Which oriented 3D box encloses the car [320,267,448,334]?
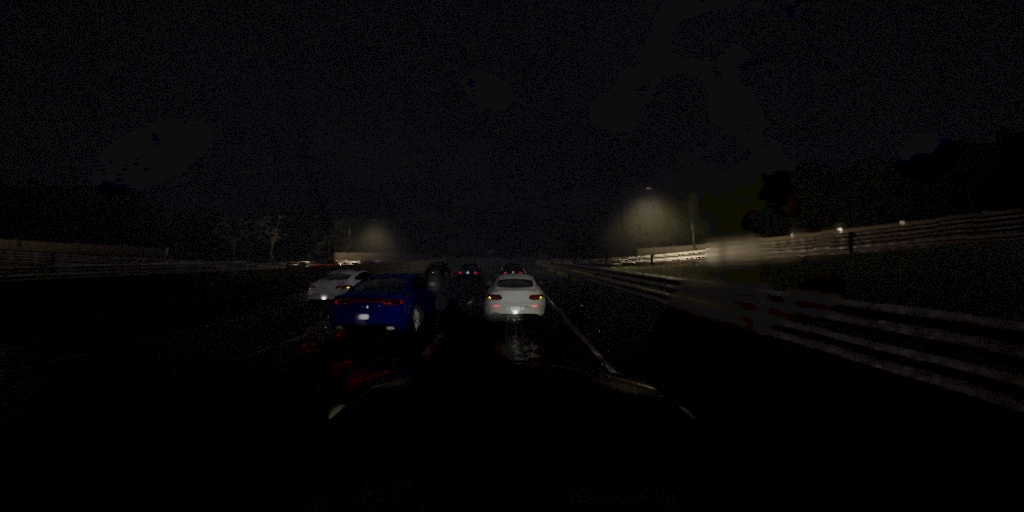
[{"bbox_3d":[-3.405,1.247,10.708,1.882,1.535,5.008,0,0,0],"label":"car"}]

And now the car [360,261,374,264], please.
[{"bbox_3d":[-17.605,1.344,43.282,1.812,1.442,4.674,0,0,0],"label":"car"}]

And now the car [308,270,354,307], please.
[{"bbox_3d":[-6.893,1.304,15.465,1.812,1.442,4.674,0,0,0],"label":"car"}]

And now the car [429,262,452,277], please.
[{"bbox_3d":[-6.914,1.313,34.540,1.837,1.490,4.892,0,0,0],"label":"car"}]

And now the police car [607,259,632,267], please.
[{"bbox_3d":[17.462,1.044,58.668,2.038,1.542,4.974,0,-2,-17],"label":"police car"}]

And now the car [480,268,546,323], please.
[{"bbox_3d":[0.095,1.297,12.150,1.812,1.442,4.674,0,0,0],"label":"car"}]

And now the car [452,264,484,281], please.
[{"bbox_3d":[-3.412,1.349,30.224,2.033,1.411,5.357,0,0,0],"label":"car"}]

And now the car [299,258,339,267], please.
[{"bbox_3d":[-21.100,1.167,40.005,2.097,1.767,4.553,0,0,0],"label":"car"}]

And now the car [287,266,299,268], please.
[{"bbox_3d":[-24.604,1.419,42.728,1.895,1.301,4.718,0,0,0],"label":"car"}]

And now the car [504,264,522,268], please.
[{"bbox_3d":[0.087,1.349,30.168,2.033,1.411,5.357,0,0,0],"label":"car"}]
